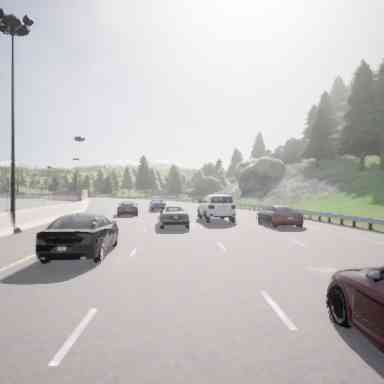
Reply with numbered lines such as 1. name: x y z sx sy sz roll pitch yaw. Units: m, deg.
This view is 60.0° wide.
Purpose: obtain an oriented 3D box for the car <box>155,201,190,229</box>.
1. car: -1.226 1.551 21.910 2.033 1.411 5.357 0 0 -6

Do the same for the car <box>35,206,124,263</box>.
1. car: -3.893 1.486 12.057 1.882 1.535 5.008 0 0 -3

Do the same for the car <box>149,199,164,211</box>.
1. car: -4.222 1.557 40.857 2.033 1.411 5.357 0 0 -12

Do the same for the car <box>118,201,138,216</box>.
1. car: -6.314 1.578 32.823 1.994 1.385 4.181 0 0 -9

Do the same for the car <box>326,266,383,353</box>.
1. car: 3.440 1.557 4.339 1.994 1.385 4.181 0 0 -1

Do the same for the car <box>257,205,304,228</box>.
1. car: 5.753 1.553 22.131 1.994 1.385 4.181 0 0 -6

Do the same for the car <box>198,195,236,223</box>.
1. car: 1.827 1.219 25.767 2.150 2.045 5.566 0 0 -7
